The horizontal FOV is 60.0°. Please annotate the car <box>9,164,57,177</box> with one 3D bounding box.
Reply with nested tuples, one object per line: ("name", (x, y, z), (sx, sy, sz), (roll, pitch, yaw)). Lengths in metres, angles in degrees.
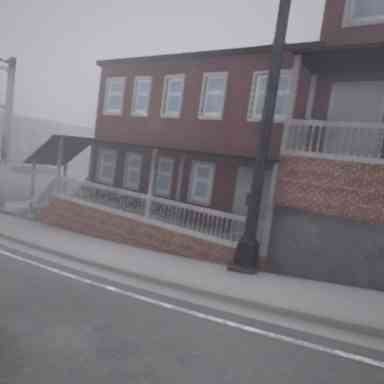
("car", (-17.275, -2.435, 36.383), (1.895, 1.301, 4.718), (11, 7, 35))
